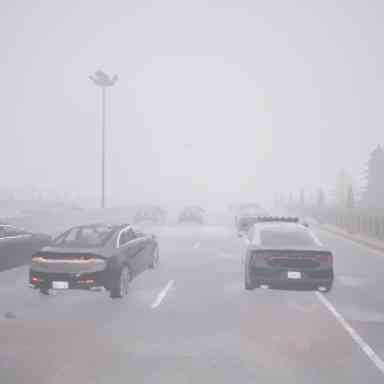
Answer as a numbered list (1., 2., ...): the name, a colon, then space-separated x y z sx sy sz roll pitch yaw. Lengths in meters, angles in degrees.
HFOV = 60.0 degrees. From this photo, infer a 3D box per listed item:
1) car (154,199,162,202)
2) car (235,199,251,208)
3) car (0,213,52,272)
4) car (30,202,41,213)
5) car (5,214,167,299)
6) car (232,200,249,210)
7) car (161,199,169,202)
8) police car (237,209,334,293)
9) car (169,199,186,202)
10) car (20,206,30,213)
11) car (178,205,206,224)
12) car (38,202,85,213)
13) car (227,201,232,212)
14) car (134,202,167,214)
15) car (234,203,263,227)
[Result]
1. car: -6.673 2.291 75.168 1.895 1.301 4.718 0 -1 23
2. car: 8.884 2.033 57.701 1.812 1.442 4.674 0 -1 20
3. car: -5.655 1.553 9.098 2.128 1.511 4.902 0 -1 7
4. car: -13.515 1.776 33.012 1.837 1.490 4.892 0 0 7
5. car: -2.182 1.555 8.670 2.128 1.511 4.902 0 -1 7
6. car: 4.285 1.576 25.051 2.097 1.767 4.553 0 -1 7
7. car: -4.142 2.257 72.297 1.895 1.301 4.718 0 -1 23
8. police car: 2.378 1.502 9.305 1.930 1.638 5.238 0 -1 7
9. car: -2.339 2.209 67.542 1.895 1.301 4.718 0 -1 21
10. car: -16.594 1.849 36.739 2.033 1.411 5.357 0 -1 7
11. car: 0.058 1.785 27.158 2.033 1.411 5.357 0 -1 7
12. car: -10.601 1.756 28.086 1.812 1.442 4.674 0 -1 7
13. car: 5.882 1.957 45.484 2.033 1.411 5.357 0 0 12
14. car: -3.411 1.784 27.625 2.033 1.411 5.357 0 -1 7
15. car: 3.567 1.647 19.123 1.882 1.535 5.008 0 -1 7
